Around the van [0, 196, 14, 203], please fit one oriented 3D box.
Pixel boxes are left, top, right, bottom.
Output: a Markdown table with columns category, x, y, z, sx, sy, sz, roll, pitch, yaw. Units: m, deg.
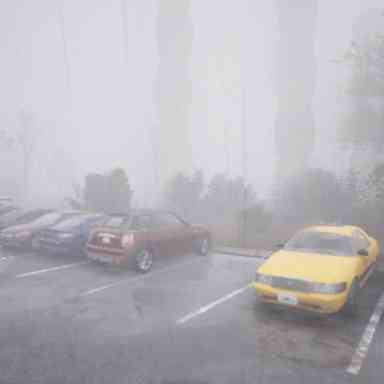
| category | x | y | z | sx | sy | sz | roll | pitch | yaw |
| --- | --- | --- | --- | --- | --- | --- | --- | --- | --- |
| van | -12.340 | 1.251 | 19.304 | 1.878 | 1.987 | 4.442 | 0 | 0 | 35 |

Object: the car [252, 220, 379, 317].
| category | x | y | z | sx | sy | sz | roll | pitch | yaw |
| --- | --- | --- | --- | --- | --- | --- | --- | --- | --- |
| car | 3.184 | 1.484 | 7.865 | 1.946 | 1.575 | 5.366 | 0 | 0 | 35 |

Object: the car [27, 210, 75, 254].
| category | x | y | z | sx | sy | sz | roll | pitch | yaw |
| --- | --- | --- | --- | --- | --- | --- | --- | --- | --- |
| car | -3.439 | 1.543 | 12.812 | 2.002 | 1.452 | 4.674 | 0 | 0 | 35 |

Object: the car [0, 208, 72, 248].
| category | x | y | z | sx | sy | sz | roll | pitch | yaw |
| --- | --- | --- | --- | --- | --- | --- | --- | --- | --- |
| car | -5.679 | 1.542 | 14.415 | 2.002 | 1.452 | 4.674 | 0 | 0 | 35 |

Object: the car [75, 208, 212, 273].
| category | x | y | z | sx | sy | sz | roll | pitch | yaw |
| --- | --- | --- | --- | --- | --- | --- | --- | --- | --- |
| car | -1.207 | 1.379 | 11.186 | 2.185 | 1.767 | 4.553 | 0 | 0 | 35 |

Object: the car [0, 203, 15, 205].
| category | x | y | z | sx | sy | sz | roll | pitch | yaw |
| --- | --- | --- | --- | --- | --- | --- | --- | --- | --- |
| car | -10.150 | 1.517 | 17.636 | 2.163 | 1.488 | 4.792 | 0 | 0 | 35 |

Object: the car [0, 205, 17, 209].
| category | x | y | z | sx | sy | sz | roll | pitch | yaw |
| --- | --- | --- | --- | --- | --- | --- | --- | --- | --- |
| car | -7.943 | 1.528 | 15.990 | 2.163 | 1.488 | 4.792 | 0 | 0 | 36 |
